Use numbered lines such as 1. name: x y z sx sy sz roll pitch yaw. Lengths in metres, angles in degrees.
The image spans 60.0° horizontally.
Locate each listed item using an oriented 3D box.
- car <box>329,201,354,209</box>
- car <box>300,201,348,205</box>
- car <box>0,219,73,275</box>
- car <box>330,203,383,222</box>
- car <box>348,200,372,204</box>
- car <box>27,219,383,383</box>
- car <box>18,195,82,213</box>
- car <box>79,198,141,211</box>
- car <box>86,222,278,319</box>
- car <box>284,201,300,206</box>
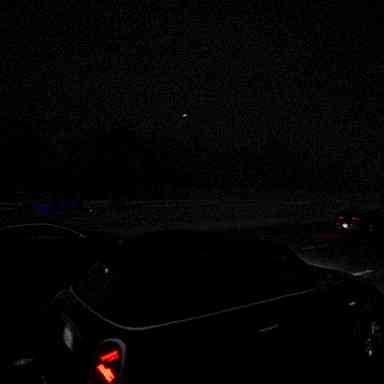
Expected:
1. car: 25.337 2.195 56.433 4.181 1.385 1.994 2 -1 -35
2. car: 14.212 1.736 35.655 5.008 1.535 1.882 1 -1 -35
3. car: -4.256 1.508 9.309 4.902 1.511 2.128 0 0 -36
4. car: 10.444 1.631 19.815 4.892 1.490 1.837 0 0 -36
5. car: 27.471 2.137 53.667 4.892 1.490 1.837 1 -1 -35
6. car: 0.590 1.372 4.291 4.553 1.767 2.097 0 0 -36
7. car: -12.305 1.281 29.614 5.566 2.045 2.150 0 0 -36
8. car: -6.850 1.558 29.210 5.008 1.535 1.882 0 0 -36
9. car: -0.117 1.594 7.965 4.181 1.385 1.994 0 0 -36
10. car: 12.196 1.786 38.515 4.674 1.442 1.812 1 -1 -35
